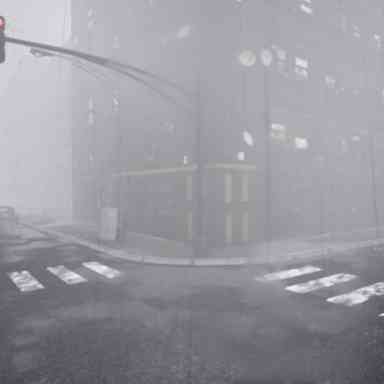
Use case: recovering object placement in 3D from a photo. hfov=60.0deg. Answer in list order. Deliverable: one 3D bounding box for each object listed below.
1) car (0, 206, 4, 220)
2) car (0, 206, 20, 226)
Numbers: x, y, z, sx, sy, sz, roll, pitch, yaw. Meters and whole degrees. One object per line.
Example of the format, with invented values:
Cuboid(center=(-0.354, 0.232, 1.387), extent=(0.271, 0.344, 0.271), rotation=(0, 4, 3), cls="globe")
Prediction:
Cuboid(center=(-20.150, 2.100, 33.313), extent=(1.802, 1.307, 4.206), rotation=(-2, 0, -36), cls="car")
Cuboid(center=(-14.894, 1.828, 26.129), extent=(1.967, 1.590, 4.097), rotation=(-1, 0, -36), cls="car")
